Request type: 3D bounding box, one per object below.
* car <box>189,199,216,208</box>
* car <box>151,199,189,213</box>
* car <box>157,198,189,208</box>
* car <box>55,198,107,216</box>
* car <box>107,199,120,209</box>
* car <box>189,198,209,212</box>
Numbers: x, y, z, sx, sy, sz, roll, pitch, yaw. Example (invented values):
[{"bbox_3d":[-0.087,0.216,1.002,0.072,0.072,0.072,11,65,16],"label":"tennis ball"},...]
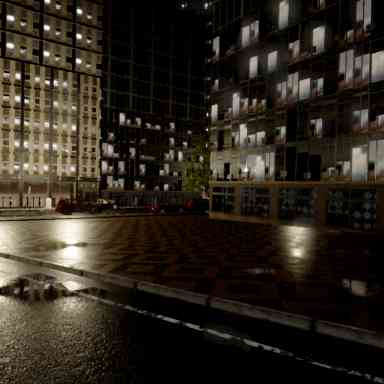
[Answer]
[{"bbox_3d":[1.805,1.874,56.112,4.313,1.339,1.947,1,1,-34],"label":"car"},{"bbox_3d":[-3.130,1.967,43.216,4.507,1.381,1.887,1,1,-34],"label":"car"},{"bbox_3d":[-3.020,1.786,52.823,4.829,1.417,1.752,1,1,-34],"label":"car"},{"bbox_3d":[-12.494,1.646,36.828,5.009,1.841,2.192,1,1,-34],"label":"car"},{"bbox_3d":[-12.249,1.722,46.535,4.403,1.369,2.008,1,1,-34],"label":"car"},{"bbox_3d":[1.560,1.783,46.404,5.009,1.841,2.192,1,1,-34],"label":"car"}]
